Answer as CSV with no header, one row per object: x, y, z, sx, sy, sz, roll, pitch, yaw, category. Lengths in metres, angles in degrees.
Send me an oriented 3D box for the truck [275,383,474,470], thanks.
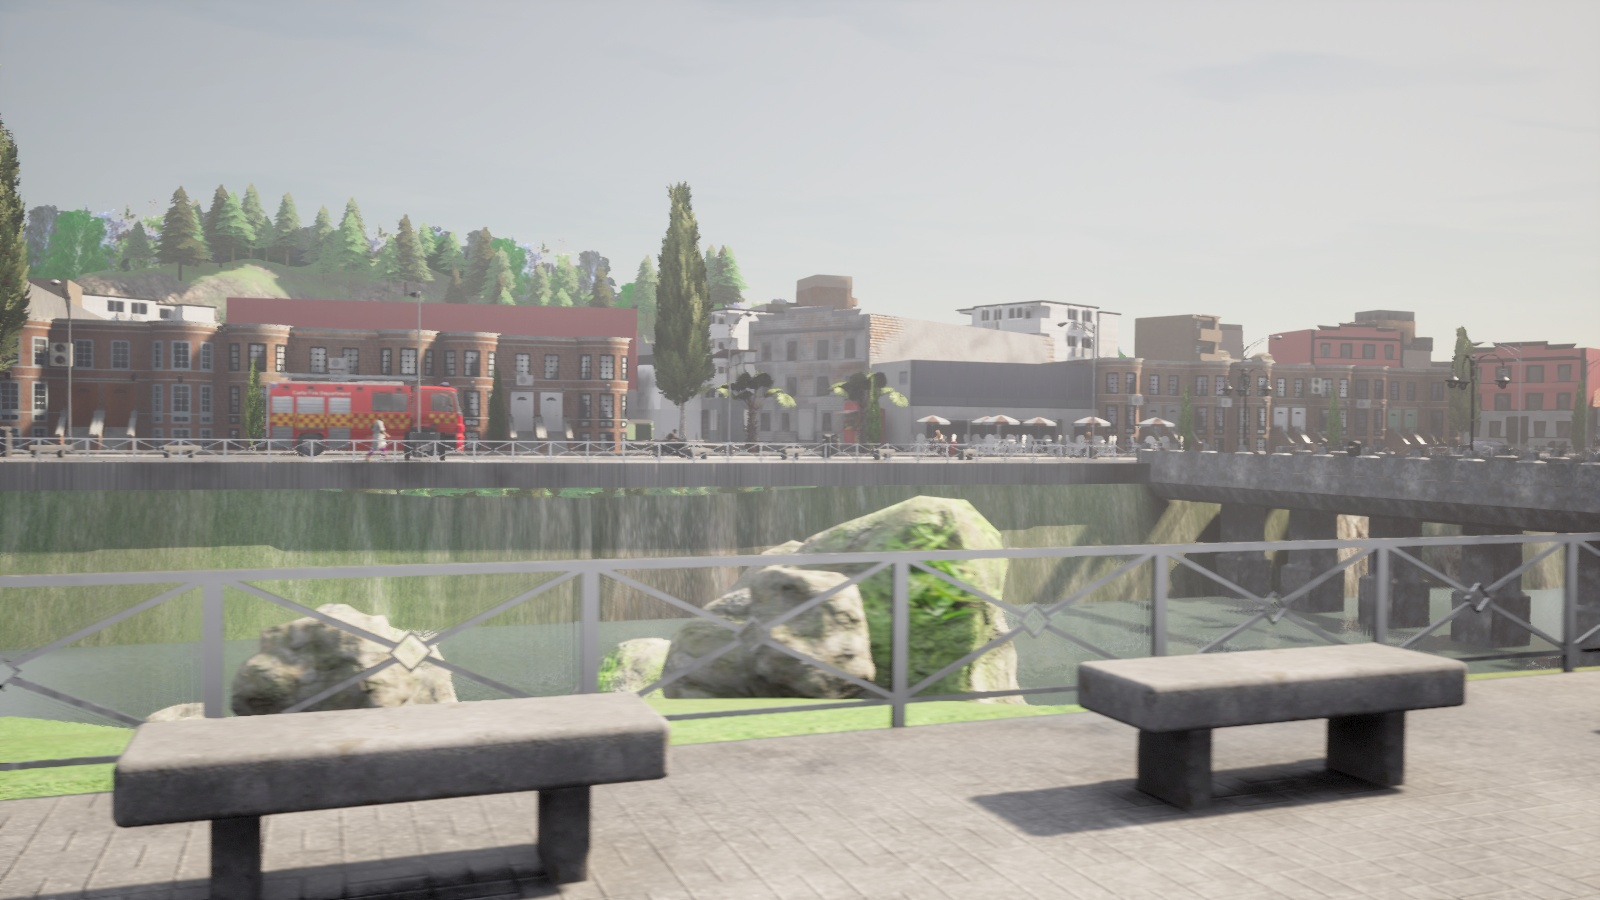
-19.576,-1.099,58.006,8.468,3.827,2.891,-1,1,-21,truck

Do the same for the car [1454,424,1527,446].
45.523,-0.977,82.757,4.181,1.385,1.994,-1,1,-21,car

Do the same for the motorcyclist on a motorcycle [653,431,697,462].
-6.272,-0.178,63.075,2.044,1.523,0.797,-1,1,-21,motorcyclist on a motorcycle

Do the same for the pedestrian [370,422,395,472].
-16.593,-0.125,49.903,0.873,1.952,0.659,-1,1,-23,pedestrian
